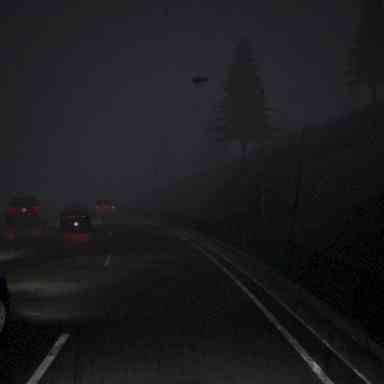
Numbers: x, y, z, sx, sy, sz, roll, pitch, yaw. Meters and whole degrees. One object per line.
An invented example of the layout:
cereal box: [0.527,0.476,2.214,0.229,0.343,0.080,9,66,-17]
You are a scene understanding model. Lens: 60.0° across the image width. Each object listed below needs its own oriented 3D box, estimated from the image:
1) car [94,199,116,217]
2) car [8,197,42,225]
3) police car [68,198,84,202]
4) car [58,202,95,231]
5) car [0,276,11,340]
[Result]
car: [-9.144,1.526,33.706,2.097,1.767,4.553,0,0,-25]
car: [-13.060,1.383,26.093,2.150,2.045,5.566,0,0,-25]
police car: [-16.161,1.679,46.393,1.930,1.638,5.238,0,0,-29]
car: [-7.552,1.624,21.665,1.837,1.490,4.892,0,0,-19]
car: [-3.741,1.509,3.333,1.882,1.535,5.008,0,0,-3]
